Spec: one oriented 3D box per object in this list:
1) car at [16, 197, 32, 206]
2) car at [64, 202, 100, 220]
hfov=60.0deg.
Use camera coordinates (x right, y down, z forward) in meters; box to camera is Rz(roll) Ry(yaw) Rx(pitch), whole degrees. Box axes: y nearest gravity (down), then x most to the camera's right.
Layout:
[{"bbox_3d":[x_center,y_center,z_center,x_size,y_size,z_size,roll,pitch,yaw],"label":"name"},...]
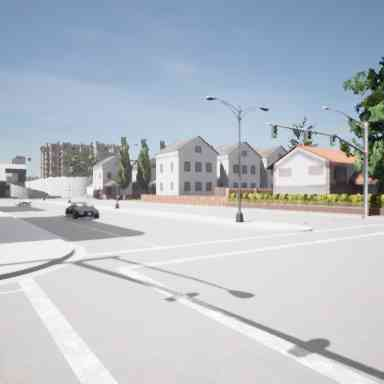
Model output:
[{"bbox_3d":[-27.201,1.522,53.711,1.812,1.442,4.674,0,0,-35],"label":"car"},{"bbox_3d":[-9.263,1.559,27.922,1.994,1.385,4.181,0,0,-35],"label":"car"}]
